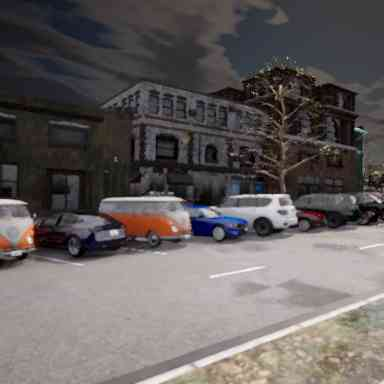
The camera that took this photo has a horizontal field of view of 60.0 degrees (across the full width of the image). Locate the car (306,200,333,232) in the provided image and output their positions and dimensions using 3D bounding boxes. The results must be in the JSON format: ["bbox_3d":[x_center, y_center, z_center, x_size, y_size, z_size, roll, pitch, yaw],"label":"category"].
[{"bbox_3d":[5.281,1.410,19.653,5.008,1.535,2.097,-1,-1,35],"label":"car"}]

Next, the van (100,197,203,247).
[{"bbox_3d":[-2.001,1.211,14.405,4.442,1.987,1.878,-1,-1,35],"label":"van"}]

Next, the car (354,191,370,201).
[{"bbox_3d":[33.668,0.786,65.882,2.185,1.767,4.553,0,-1,36],"label":"car"}]

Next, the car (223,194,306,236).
[{"bbox_3d":[2.796,1.169,17.937,5.566,2.045,2.435,-1,0,35],"label":"car"}]

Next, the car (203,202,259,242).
[{"bbox_3d":[0.363,1.429,16.198,5.008,1.535,2.097,-1,-1,35],"label":"car"}]

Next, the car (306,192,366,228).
[{"bbox_3d":[7.712,1.149,21.391,5.566,2.045,2.435,-1,0,35],"label":"car"}]

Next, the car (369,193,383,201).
[{"bbox_3d":[35.350,0.913,63.458,2.231,1.521,4.892,0,-1,36],"label":"car"}]

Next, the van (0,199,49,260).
[{"bbox_3d":[-6.924,1.231,10.932,4.442,1.987,1.878,-1,-1,35],"label":"van"}]

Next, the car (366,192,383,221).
[{"bbox_3d":[12.683,1.129,24.824,5.566,2.045,2.435,-1,-1,35],"label":"car"}]

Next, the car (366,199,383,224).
[{"bbox_3d":[10.226,1.419,23.091,4.792,1.488,2.163,-1,-1,35],"label":"car"}]

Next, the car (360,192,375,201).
[{"bbox_3d":[43.269,1.116,81.891,2.435,2.045,5.566,1,-1,36],"label":"car"}]

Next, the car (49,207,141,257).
[{"bbox_3d":[-4.585,1.479,12.746,4.792,1.488,2.163,-1,0,35],"label":"car"}]
